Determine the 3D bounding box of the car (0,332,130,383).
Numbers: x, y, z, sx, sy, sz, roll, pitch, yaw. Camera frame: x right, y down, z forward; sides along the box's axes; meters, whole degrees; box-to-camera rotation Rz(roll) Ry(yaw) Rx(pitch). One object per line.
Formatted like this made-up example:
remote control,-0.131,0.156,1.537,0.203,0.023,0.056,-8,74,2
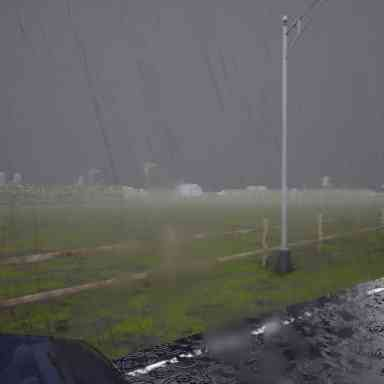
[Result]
car,-2.230,1.559,1.486,4.181,1.385,1.994,0,0,-36
